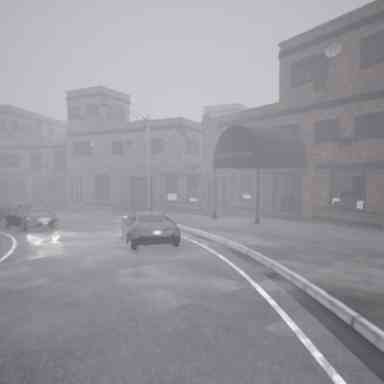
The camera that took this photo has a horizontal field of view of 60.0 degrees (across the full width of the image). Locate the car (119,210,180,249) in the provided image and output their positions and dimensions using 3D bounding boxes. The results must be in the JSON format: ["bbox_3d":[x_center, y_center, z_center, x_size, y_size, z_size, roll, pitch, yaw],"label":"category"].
[{"bbox_3d":[-1.913,1.441,14.167,1.994,1.385,4.181,-1,1,-18],"label":"car"}]

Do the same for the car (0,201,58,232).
[{"bbox_3d":[-9.827,1.468,20.045,4.902,1.511,2.128,-1,1,44],"label":"car"}]
